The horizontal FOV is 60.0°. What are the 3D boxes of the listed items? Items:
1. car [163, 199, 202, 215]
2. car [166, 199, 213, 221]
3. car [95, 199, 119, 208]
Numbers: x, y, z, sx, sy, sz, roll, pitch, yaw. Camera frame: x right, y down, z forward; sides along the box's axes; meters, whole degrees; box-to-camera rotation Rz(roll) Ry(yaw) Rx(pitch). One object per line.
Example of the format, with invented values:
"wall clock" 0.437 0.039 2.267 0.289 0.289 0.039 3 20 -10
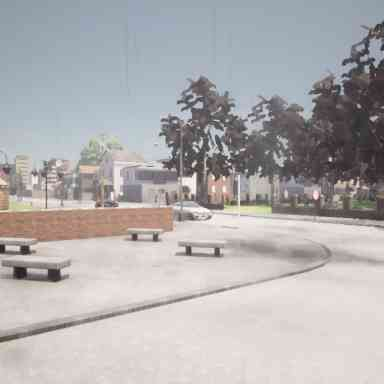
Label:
"car" -1.092 1.502 35.627 1.837 1.490 4.892 0 0 -36
"car" -0.271 1.524 27.286 1.812 1.442 4.674 0 1 -36
"car" -10.831 1.566 42.264 1.994 1.385 4.181 0 0 -35
